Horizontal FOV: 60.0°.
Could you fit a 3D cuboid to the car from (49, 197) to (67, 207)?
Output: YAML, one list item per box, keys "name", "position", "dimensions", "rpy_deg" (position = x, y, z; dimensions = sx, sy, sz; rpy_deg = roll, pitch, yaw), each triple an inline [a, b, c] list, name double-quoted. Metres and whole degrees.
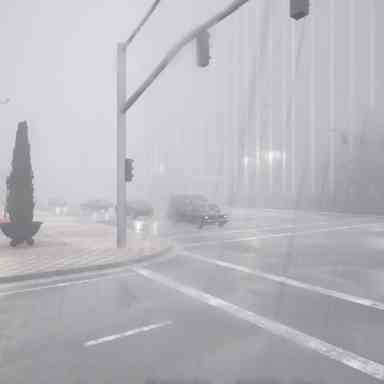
- name: "car"
  position: [-20.624, 1.493, 51.137]
  dimensions: [2.128, 1.511, 4.902]
  rpy_deg: [0, 0, -36]

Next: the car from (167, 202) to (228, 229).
- name: "car"
  position: [0.271, 1.601, 21.959]
  dimensions: [1.895, 1.301, 4.718]
  rpy_deg: [0, 0, -34]

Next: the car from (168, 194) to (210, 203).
- name: "car"
  position: [0.025, 1.221, 28.372]
  dimensions: [2.150, 2.045, 5.566]
  rpy_deg: [0, 0, -36]

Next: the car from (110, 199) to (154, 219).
- name: "car"
  position: [-5.183, 1.478, 29.600]
  dimensions: [1.882, 1.535, 5.008]
  rpy_deg: [0, 0, -36]

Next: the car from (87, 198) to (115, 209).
- name: "car"
  position: [-12.607, 1.548, 45.890]
  dimensions: [2.033, 1.411, 5.357]
  rpy_deg: [0, 0, -36]

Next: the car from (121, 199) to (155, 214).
- name: "car"
  position: [-5.988, 1.526, 36.707]
  dimensions: [1.812, 1.442, 4.674]
  rpy_deg: [0, 0, -36]

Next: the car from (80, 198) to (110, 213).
- name: "car"
  position: [-11.097, 1.601, 37.791]
  dimensions: [1.895, 1.301, 4.718]
  rpy_deg: [0, 0, -36]
